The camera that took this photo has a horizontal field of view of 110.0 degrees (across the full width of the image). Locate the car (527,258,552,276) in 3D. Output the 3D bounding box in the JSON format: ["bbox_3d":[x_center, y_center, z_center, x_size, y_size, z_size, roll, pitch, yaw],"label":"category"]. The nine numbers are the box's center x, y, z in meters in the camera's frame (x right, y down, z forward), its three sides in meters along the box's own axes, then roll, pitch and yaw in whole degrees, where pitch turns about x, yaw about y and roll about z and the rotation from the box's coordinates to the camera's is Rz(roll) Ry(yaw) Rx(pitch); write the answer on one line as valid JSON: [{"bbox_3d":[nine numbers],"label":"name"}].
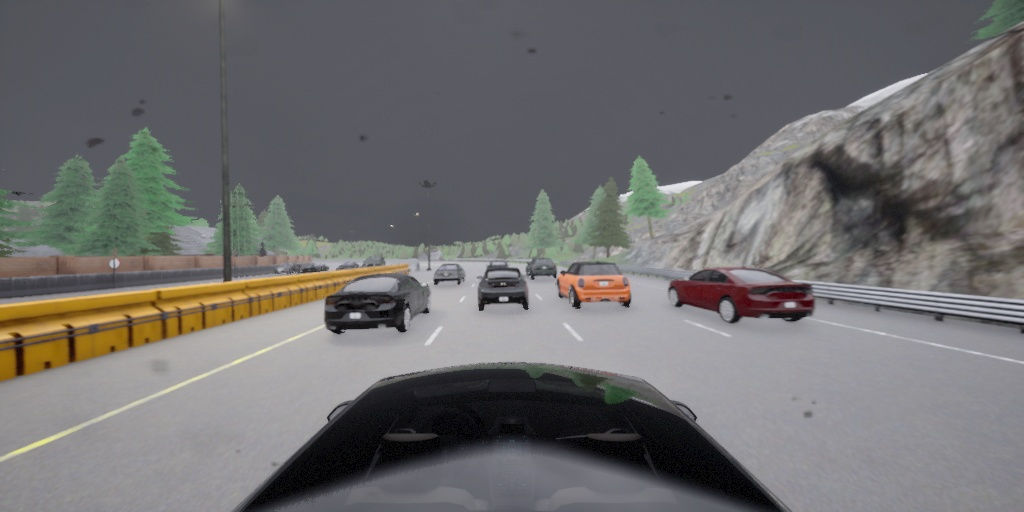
[{"bbox_3d":[2.354,0.911,29.654,2.097,1.767,4.553,-1,0,-4],"label":"car"}]

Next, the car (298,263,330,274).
[{"bbox_3d":[-24.279,1.581,44.525,1.895,1.301,4.718,-1,0,-10],"label":"car"}]

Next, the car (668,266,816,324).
[{"bbox_3d":[6.746,1.052,11.272,1.882,1.535,5.008,-1,0,-2],"label":"car"}]

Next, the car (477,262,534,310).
[{"bbox_3d":[-0.364,1.195,14.492,1.837,1.490,4.892,-1,0,-2],"label":"car"}]

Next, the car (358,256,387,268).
[{"bbox_3d":[-17.320,1.067,45.347,2.150,2.045,5.566,-1,0,-10],"label":"car"}]

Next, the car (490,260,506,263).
[{"bbox_3d":[-1.167,1.117,29.916,2.128,1.511,4.902,-1,0,-4],"label":"car"}]

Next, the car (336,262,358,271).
[{"bbox_3d":[-21.078,1.458,46.501,2.033,1.411,5.357,-1,0,-11],"label":"car"}]

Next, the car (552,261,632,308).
[{"bbox_3d":[3.130,0.975,14.604,2.097,1.767,4.553,-1,0,-2],"label":"car"}]

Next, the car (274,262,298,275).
[{"bbox_3d":[-27.920,1.539,44.849,2.128,1.511,4.902,-1,0,-11],"label":"car"}]

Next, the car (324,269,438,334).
[{"bbox_3d":[-3.745,1.250,10.869,1.882,1.535,5.008,-1,0,-2],"label":"car"}]

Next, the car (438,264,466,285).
[{"bbox_3d":[-4.430,1.254,25.947,2.033,1.411,5.357,-1,0,-3],"label":"car"}]
